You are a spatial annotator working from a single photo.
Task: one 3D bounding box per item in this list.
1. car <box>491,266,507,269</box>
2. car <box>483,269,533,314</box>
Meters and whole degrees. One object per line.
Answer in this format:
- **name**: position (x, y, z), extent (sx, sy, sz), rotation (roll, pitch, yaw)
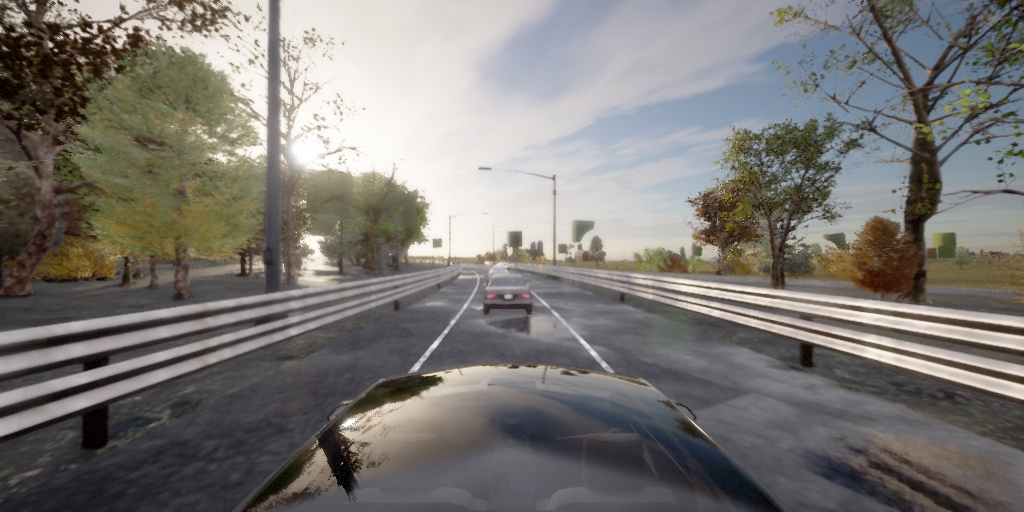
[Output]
- **car**: position (-1.142, 1.562, 30.901), extent (1.812, 1.442, 4.674), rotation (0, 0, -4)
- **car**: position (-0.201, 1.427, 14.487), extent (2.033, 1.411, 5.357), rotation (0, -1, -2)
